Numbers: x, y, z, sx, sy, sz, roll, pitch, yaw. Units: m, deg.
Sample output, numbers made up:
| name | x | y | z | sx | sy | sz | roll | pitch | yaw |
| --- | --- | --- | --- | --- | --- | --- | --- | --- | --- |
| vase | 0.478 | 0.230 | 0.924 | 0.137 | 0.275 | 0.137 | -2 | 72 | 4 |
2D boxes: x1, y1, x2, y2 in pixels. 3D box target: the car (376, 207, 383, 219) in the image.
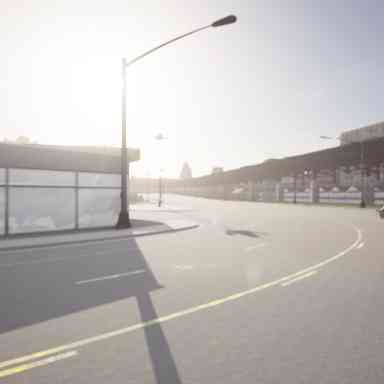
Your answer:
| name | x | y | z | sx | sy | sz | roll | pitch | yaw |
| --- | --- | --- | --- | --- | --- | --- | --- | --- | --- |
| car | 17.969 | 1.738 | 29.268 | 2.128 | 1.511 | 4.902 | 0 | 0 | 8 |
